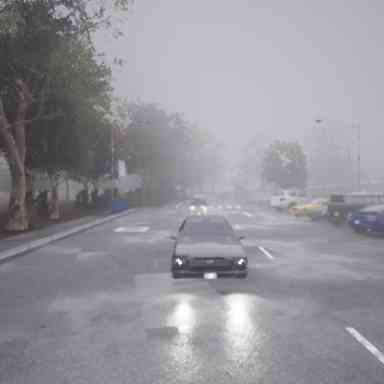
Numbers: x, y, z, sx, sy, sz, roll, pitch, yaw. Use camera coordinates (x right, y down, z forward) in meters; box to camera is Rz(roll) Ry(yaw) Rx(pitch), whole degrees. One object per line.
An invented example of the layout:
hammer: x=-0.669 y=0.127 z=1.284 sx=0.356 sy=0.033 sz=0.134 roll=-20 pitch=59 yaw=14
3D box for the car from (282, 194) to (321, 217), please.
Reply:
car: x=9.863 y=1.157 z=25.146 sx=5.366 sy=1.575 sz=1.946 roll=1 pitch=1 yaw=-20

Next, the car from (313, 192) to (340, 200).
car: x=25.931 y=0.722 z=64.161 sx=2.163 sy=1.488 sz=4.792 roll=0 pitch=0 yaw=-21

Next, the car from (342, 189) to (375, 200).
car: x=32.015 y=0.442 z=64.228 sx=2.435 sy=2.045 sz=5.566 roll=0 pitch=0 yaw=-21

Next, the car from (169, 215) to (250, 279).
car: x=0.415 y=1.415 z=9.921 sx=2.033 sy=1.411 sz=5.357 roll=0 pitch=1 yaw=0

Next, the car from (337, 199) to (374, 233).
car: x=9.958 y=1.274 z=16.202 sx=5.008 sy=1.535 sz=2.097 roll=1 pitch=0 yaw=-19

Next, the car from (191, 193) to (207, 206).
car: x=0.941 y=0.940 z=42.573 sx=1.882 sy=1.535 sz=5.008 roll=0 pitch=0 yaw=3

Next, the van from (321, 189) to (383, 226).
van: x=10.104 y=1.012 z=19.243 sx=4.442 sy=1.987 sz=1.878 roll=1 pitch=1 yaw=-20

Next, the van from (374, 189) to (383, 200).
van: x=37.993 y=0.469 z=64.460 sx=1.878 sy=1.987 sz=4.442 roll=0 pitch=0 yaw=-21

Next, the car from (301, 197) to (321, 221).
car: x=10.021 y=1.239 z=22.204 sx=4.674 sy=1.452 sz=2.002 roll=1 pitch=1 yaw=-20

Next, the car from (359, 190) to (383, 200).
car: x=35.012 y=0.569 z=64.334 sx=2.185 sy=1.767 sz=4.553 roll=0 pitch=0 yaw=-21

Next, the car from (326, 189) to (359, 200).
car: x=28.955 y=0.442 z=64.216 sx=2.435 sy=2.045 sz=5.566 roll=0 pitch=0 yaw=-21

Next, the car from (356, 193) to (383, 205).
car: x=26.111 y=0.927 z=47.215 sx=2.163 sy=1.488 sz=4.792 roll=-1 pitch=2 yaw=-21

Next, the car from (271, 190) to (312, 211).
car: x=10.101 y=0.836 z=31.234 sx=5.566 sy=2.045 sz=2.435 roll=1 pitch=1 yaw=-20

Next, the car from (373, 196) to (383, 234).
car: x=9.972 y=1.186 z=13.197 sx=4.553 sy=1.767 sz=2.185 roll=1 pitch=1 yaw=-20
